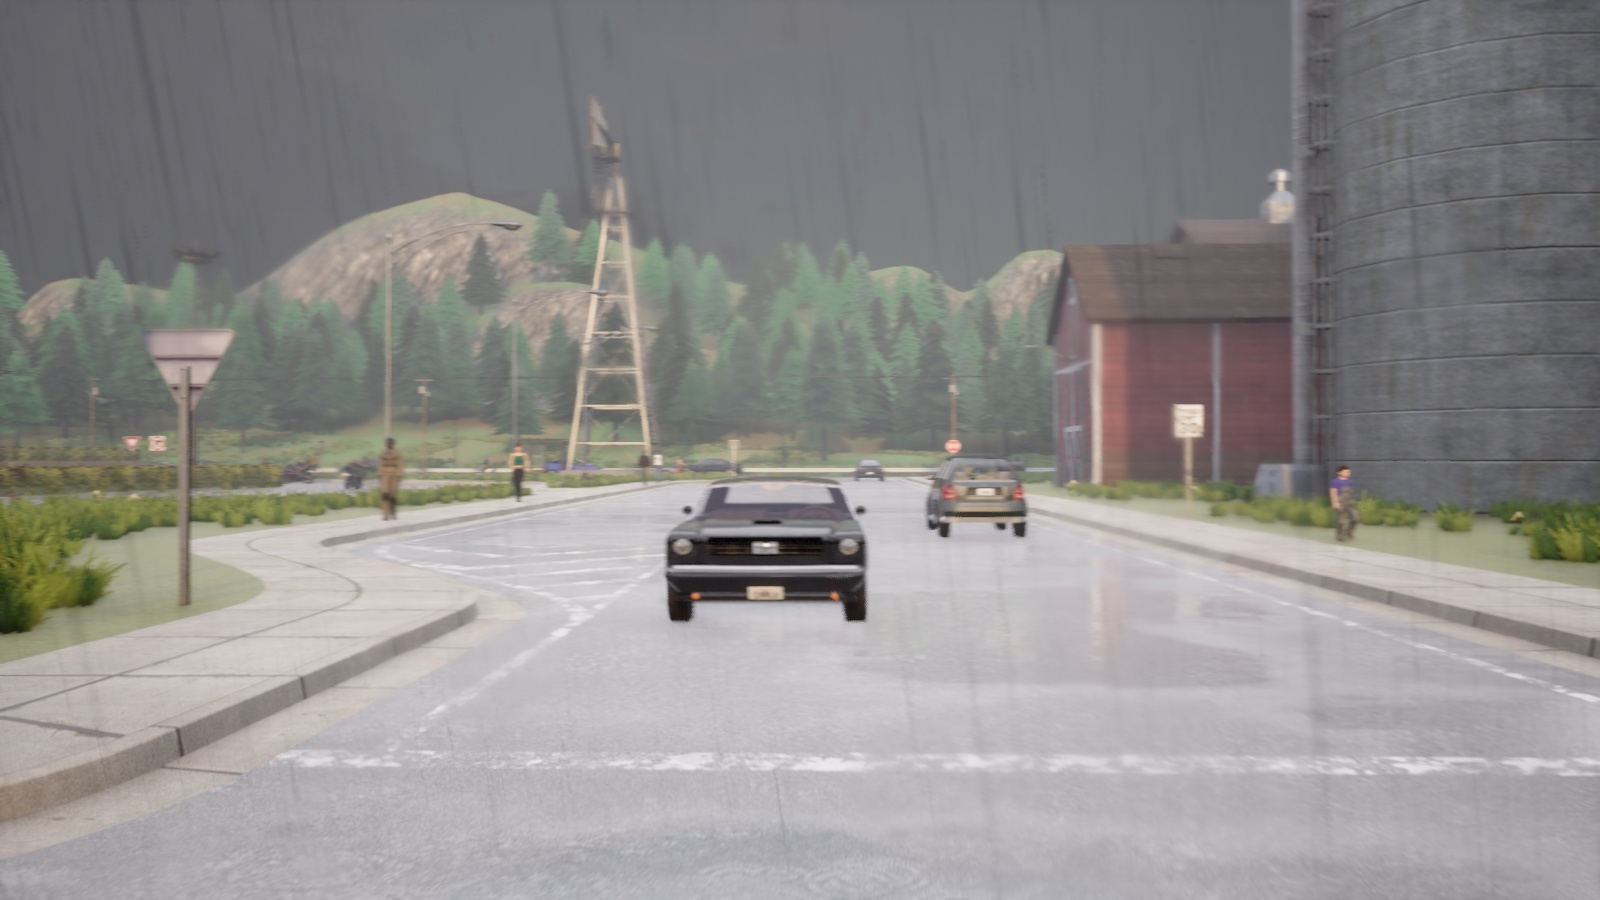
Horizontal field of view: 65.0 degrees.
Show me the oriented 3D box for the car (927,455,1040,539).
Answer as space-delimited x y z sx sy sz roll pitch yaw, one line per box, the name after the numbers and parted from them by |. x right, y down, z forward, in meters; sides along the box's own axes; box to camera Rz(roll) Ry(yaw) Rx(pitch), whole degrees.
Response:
3.569 0.877 25.036 1.789 1.549 3.705 0 0 1 | car

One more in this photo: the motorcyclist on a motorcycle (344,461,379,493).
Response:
-21.451 1.322 61.433 0.866 1.530 2.191 0 0 2 | motorcyclist on a motorcycle

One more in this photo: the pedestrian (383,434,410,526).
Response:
-8.622 0.634 26.852 0.396 1.930 0.692 0 0 -4 | pedestrian

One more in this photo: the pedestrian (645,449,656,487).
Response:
-7.241 0.859 60.985 0.431 1.840 0.703 0 0 2 | pedestrian

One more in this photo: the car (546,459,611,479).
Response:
-16.756 1.438 95.291 4.514 1.525 2.007 0 0 2 | car

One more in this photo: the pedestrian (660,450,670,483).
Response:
-7.493 0.920 69.704 0.354 1.836 0.706 0 0 10 | pedestrian

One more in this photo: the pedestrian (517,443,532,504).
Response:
-8.458 0.713 38.548 0.345 1.836 0.594 0 0 -1 | pedestrian

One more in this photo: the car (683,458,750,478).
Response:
-6.517 1.432 98.371 5.008 1.535 1.882 0 0 2 | car

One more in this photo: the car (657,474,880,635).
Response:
-0.215 0.938 13.026 1.895 1.301 4.718 0 0 1 | car

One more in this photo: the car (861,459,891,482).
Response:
4.913 1.304 81.864 1.812 1.442 4.674 0 0 1 | car

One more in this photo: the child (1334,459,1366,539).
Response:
8.800 0.770 20.103 0.270 1.263 0.437 0 0 -10 | child

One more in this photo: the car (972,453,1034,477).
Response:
15.732 1.140 97.452 4.605 1.855 1.932 0 0 3 | car

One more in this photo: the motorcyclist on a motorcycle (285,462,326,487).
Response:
-30.157 1.474 76.565 2.191 1.530 0.866 0 0 12 | motorcyclist on a motorcycle
